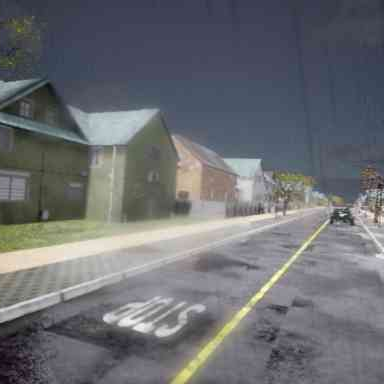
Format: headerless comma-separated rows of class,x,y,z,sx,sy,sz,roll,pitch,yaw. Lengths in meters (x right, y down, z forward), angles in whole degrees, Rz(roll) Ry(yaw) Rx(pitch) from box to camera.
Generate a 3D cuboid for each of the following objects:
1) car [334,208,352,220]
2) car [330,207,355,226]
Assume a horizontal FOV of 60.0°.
car,19.716,2.829,43.457,1.994,1.385,4.181,3,0,25
car,14.879,2.284,32.903,2.097,1.767,4.553,3,0,25
